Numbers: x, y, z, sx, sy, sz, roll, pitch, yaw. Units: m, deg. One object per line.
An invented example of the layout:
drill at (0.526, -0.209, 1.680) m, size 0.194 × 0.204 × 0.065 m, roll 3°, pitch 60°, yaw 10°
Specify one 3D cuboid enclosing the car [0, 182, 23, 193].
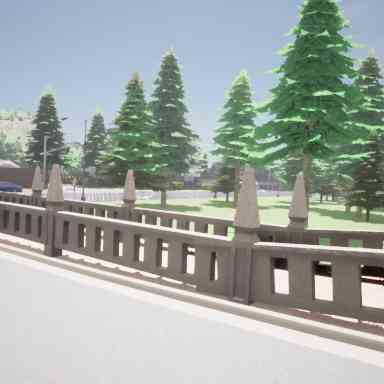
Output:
car at (-21.386, -0.405, 36.980) m, size 1.812 × 1.442 × 4.674 m, roll 4°, pitch 3°, yaw 37°
